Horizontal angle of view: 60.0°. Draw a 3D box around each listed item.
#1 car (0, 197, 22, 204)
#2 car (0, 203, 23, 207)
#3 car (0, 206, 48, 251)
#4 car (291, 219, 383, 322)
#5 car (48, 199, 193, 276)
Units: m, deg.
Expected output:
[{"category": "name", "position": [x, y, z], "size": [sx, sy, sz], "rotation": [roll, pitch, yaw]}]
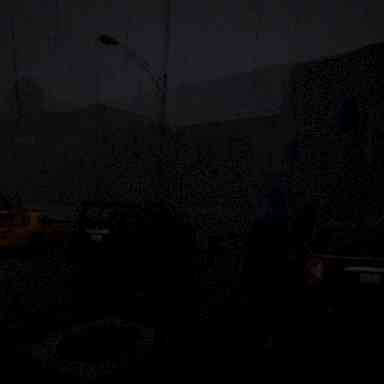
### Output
[{"category": "car", "position": [-11.370, 1.293, 17.567], "size": [2.435, 2.045, 5.566], "rotation": [0, -1, 15]}, {"category": "car", "position": [-8.974, 1.522, 15.669], "size": [1.946, 1.575, 5.366], "rotation": [0, -1, 16]}, {"category": "car", "position": [-6.438, 1.516, 14.288], "size": [1.946, 1.575, 5.366], "rotation": [0, -1, 16]}, {"category": "car", "position": [3.277, 1.362, 7.110], "size": [2.185, 1.767, 4.553], "rotation": [0, -1, 16]}, {"category": "car", "position": [-1.597, 1.245, 10.656], "size": [2.435, 2.045, 5.566], "rotation": [0, -1, 16]}]
